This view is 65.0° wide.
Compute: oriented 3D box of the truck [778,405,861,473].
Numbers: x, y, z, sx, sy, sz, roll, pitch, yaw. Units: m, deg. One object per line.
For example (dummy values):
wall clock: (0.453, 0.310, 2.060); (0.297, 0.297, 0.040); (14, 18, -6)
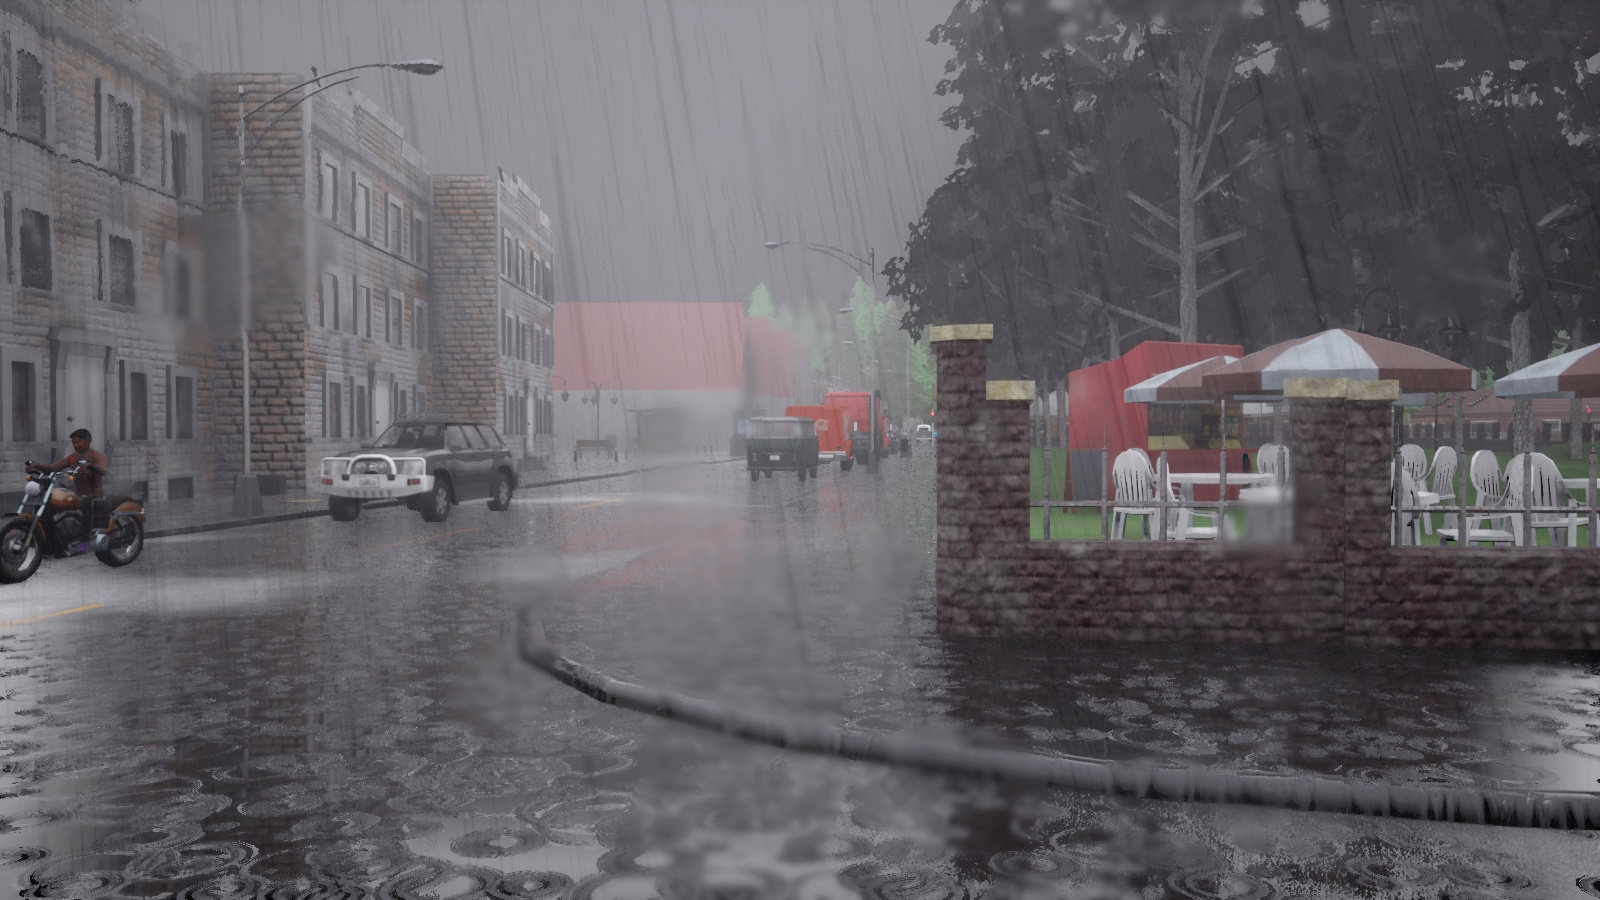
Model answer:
truck: (0.832, -0.461, 48.557); (2.627, 2.467, 5.204); (0, 1, 7)

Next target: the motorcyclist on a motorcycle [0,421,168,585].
motorcyclist on a motorcycle: (-8.048, 0.514, 13.806); (0.766, 1.649, 2.350); (0, 1, 8)

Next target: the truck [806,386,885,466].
truck: (2.263, -1.120, 58.858); (2.891, 3.462, 7.936); (0, 1, 8)

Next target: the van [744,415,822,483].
van: (-0.468, -0.073, 39.281); (1.775, 1.987, 4.442); (0, 1, 8)

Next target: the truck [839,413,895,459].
truck: (3.763, -0.796, 69.571); (2.627, 2.467, 5.204); (0, 1, 8)

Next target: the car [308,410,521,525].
car: (-6.802, 0.237, 22.768); (1.932, 1.855, 4.605); (0, 1, 8)

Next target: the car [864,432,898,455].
car: (5.194, -0.447, 79.788); (1.812, 1.442, 4.674); (0, 1, 8)
